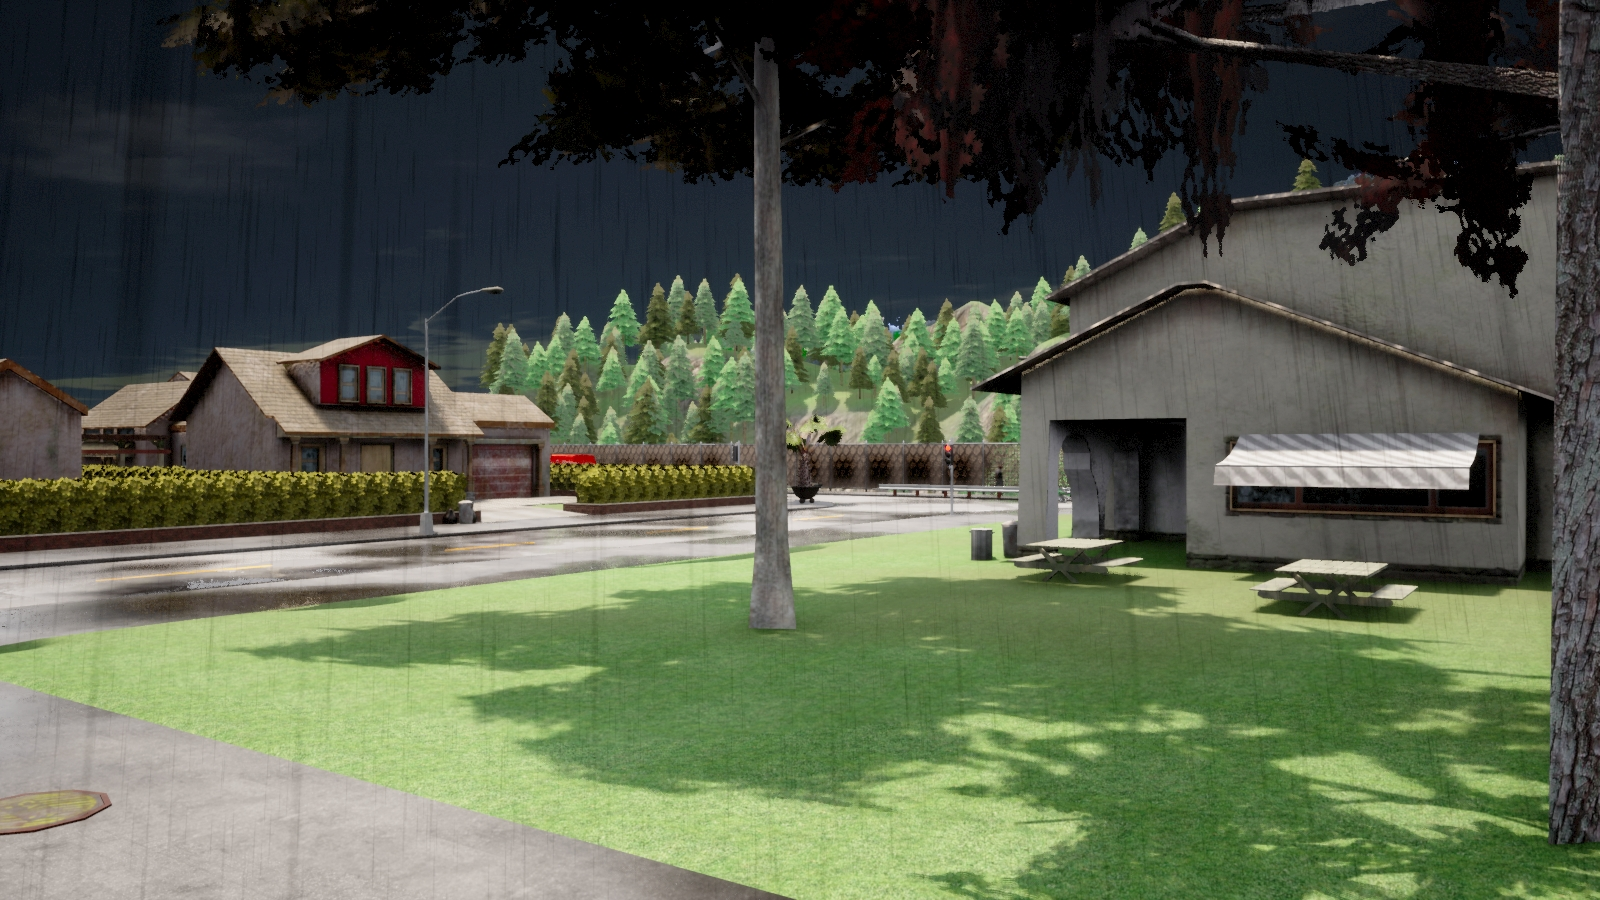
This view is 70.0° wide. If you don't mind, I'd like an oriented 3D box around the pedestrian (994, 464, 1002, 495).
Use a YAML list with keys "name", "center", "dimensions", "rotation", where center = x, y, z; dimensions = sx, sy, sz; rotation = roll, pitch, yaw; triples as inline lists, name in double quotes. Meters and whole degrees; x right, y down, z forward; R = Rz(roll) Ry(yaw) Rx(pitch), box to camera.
- name: "pedestrian"
  center: [11.706, 1.745, 67.516]
  dimensions: [0.375, 1.860, 0.375]
  rotation: [0, 0, 34]

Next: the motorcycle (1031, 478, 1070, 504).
- name: "motorcycle"
  center: [13.233, 2.142, 60.396]
  dimensions: [1.805, 1.316, 0.856]
  rotation: [0, 0, 35]
